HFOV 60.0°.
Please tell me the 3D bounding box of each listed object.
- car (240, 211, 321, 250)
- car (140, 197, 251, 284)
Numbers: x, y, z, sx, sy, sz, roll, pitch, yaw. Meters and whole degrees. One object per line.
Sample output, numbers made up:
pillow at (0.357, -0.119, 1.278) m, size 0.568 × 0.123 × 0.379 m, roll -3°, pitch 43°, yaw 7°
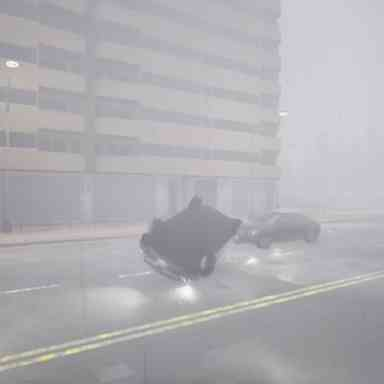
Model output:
car at (3.702, 1.562, 14.582) m, size 4.674 × 1.442 × 1.812 m, roll 0°, pitch 0°, yaw -32°
car at (0.084, 1.505, 10.125) m, size 1.812 × 1.442 × 4.674 m, roll 28°, pitch 20°, yaw 15°
